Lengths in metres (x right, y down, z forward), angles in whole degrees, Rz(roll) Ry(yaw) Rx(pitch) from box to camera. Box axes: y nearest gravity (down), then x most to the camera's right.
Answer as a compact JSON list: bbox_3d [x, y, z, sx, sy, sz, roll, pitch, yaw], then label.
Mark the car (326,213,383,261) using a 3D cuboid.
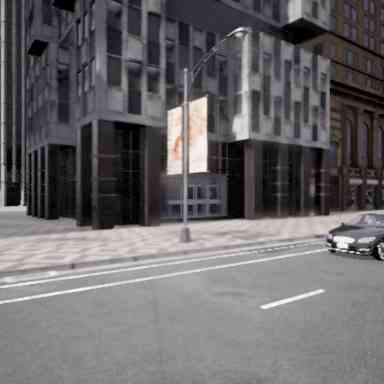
[{"bbox_3d":[7.118,1.575,12.752,4.902,1.511,2.128,0,0,-36],"label":"car"}]
